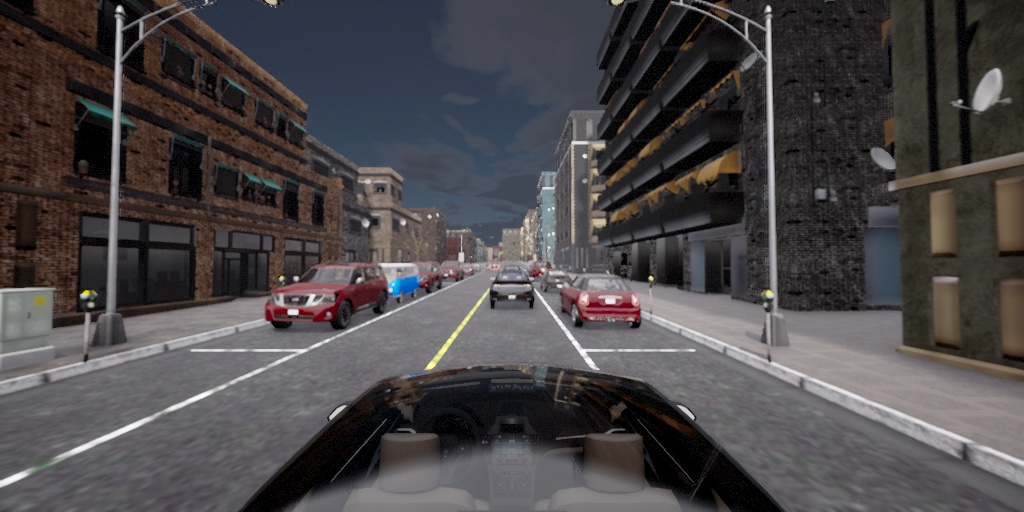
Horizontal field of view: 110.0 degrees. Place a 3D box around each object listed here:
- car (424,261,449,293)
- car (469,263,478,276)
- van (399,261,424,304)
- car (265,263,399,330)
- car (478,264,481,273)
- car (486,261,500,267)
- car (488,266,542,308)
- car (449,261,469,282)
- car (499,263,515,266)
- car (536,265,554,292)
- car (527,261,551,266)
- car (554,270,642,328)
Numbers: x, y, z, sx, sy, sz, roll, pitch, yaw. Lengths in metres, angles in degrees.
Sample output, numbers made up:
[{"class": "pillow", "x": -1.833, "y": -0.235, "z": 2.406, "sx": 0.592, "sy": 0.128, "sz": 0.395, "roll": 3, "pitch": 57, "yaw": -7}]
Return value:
[{"class": "car", "x": -5.686, "y": 1.264, "z": 22.619, "sx": 2.192, "sy": 1.841, "sz": 5.009, "roll": 0, "pitch": 0, "yaw": 0}, {"class": "car", "x": -5.683, "y": 1.593, "z": 44.247, "sx": 1.967, "sy": 1.591, "sz": 4.097, "roll": 0, "pitch": 0, "yaw": 0}, {"class": "van", "x": -5.687, "y": 1.239, "z": 17.212, "sx": 1.690, "sy": 1.789, "sz": 3.998, "roll": 0, "pitch": 0, "yaw": 0}, {"class": "car", "x": -5.688, "y": 1.161, "z": 11.805, "sx": 2.192, "sy": 1.841, "sz": 5.009, "roll": 0, "pitch": 0, "yaw": 0}, {"class": "car", "x": -5.682, "y": 1.806, "z": 55.060, "sx": 2.007, "sy": 1.370, "sz": 4.403, "roll": 0, "pitch": 0, "yaw": 0}, {"class": "car", "x": -2.994, "y": 1.676, "z": 62.539, "sx": 2.097, "sy": 1.767, "sz": 4.553, "roll": 0, "pitch": 0, "yaw": 0}, {"class": "car", "x": 0.006, "y": 1.381, "z": 16.163, "sx": 2.128, "sy": 1.511, "sz": 4.902, "roll": 0, "pitch": 0, "yaw": 0}, {"class": "car", "x": -5.685, "y": 1.366, "z": 33.433, "sx": 2.192, "sy": 1.841, "sz": 5.009, "roll": 0, "pitch": 0, "yaw": 0}, {"class": "car", "x": 0.008, "y": 1.538, "z": 31.160, "sx": 1.837, "sy": 1.490, "sz": 4.892, "roll": 0, "pitch": 0, "yaw": 0}, {"class": "car", "x": 2.695, "y": 1.500, "z": 22.610, "sx": 2.007, "sy": 1.370, "sz": 4.403, "roll": 0, "pitch": 0, "yaw": 0}, {"class": "car", "x": 2.696, "y": 1.366, "z": 33.424, "sx": 2.192, "sy": 1.841, "sz": 5.009, "roll": 0, "pitch": 0, "yaw": 0}, {"class": "car", "x": 2.693, "y": 1.286, "z": 11.797, "sx": 1.967, "sy": 1.591, "sz": 4.097, "roll": 0, "pitch": 0, "yaw": 0}]
